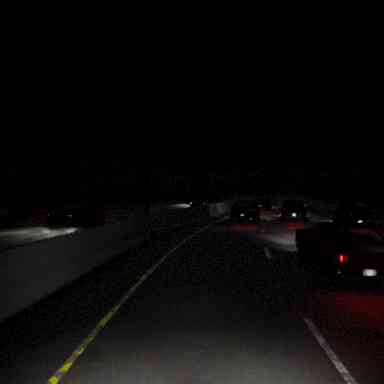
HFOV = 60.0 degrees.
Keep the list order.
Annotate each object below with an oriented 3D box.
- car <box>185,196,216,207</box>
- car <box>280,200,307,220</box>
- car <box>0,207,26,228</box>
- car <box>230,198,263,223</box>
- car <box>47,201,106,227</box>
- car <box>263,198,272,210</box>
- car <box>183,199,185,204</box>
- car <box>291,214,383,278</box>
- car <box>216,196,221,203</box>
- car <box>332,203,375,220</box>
[{"bbox_3d":[1.134,1.284,40.686,2.097,1.767,4.553,0,0,17],"label":"car"},{"bbox_3d":[8.327,1.452,27.256,1.837,1.490,4.892,0,0,16],"label":"car"},{"bbox_3d":[-11.959,1.532,19.245,1.895,1.301,4.718,0,0,11],"label":"car"},{"bbox_3d":[4.085,1.421,25.090,1.882,1.535,5.008,0,0,15],"label":"car"},{"bbox_3d":[-7.658,1.410,22.524,1.882,1.535,5.008,0,0,13],"label":"car"},{"bbox_3d":[8.926,1.436,41.633,2.128,1.511,4.902,0,0,17],"label":"car"},{"bbox_3d":[-0.092,1.547,60.828,1.895,1.301,4.718,0,0,17],"label":"car"},{"bbox_3d":[4.401,1.575,9.927,1.895,1.301,4.718,0,0,7],"label":"car"},{"bbox_3d":[4.205,1.507,62.921,2.033,1.411,5.357,0,0,17],"label":"car"},{"bbox_3d":[10.333,1.460,21.498,1.837,1.490,4.892,0,0,15],"label":"car"}]
